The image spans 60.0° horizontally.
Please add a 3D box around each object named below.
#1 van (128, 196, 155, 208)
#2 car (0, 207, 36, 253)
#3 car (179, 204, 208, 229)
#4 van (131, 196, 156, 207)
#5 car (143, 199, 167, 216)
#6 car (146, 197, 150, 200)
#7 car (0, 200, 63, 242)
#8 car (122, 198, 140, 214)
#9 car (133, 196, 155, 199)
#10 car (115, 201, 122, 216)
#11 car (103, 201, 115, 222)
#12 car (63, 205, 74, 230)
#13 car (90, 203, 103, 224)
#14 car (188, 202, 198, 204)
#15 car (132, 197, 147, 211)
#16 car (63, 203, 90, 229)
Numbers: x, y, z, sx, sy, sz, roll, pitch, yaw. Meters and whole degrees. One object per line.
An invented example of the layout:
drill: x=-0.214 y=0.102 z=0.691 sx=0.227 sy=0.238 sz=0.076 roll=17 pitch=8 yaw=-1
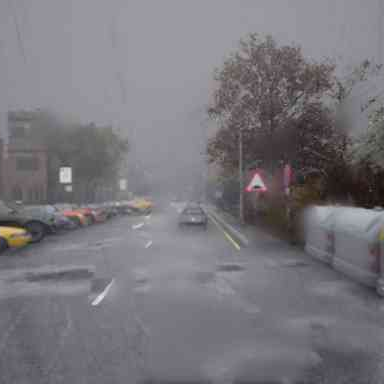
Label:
van: x=-9.231 y=1.747 z=60.575 sx=4.442 sy=1.987 sz=1.878 roll=-1 pitch=0 yaw=-20
car: x=-9.096 y=1.578 z=12.664 sx=5.366 sy=1.575 sz=1.946 roll=-1 pitch=-1 yaw=-20
car: x=0.098 y=1.758 z=23.525 sx=1.994 sy=1.385 sz=4.181 roll=0 pitch=0 yaw=0
van: x=-9.245 y=1.738 z=63.576 sx=4.442 sy=1.987 sz=1.878 roll=-1 pitch=0 yaw=-20
car: x=-3.914 y=1.879 z=37.710 sx=2.033 sy=1.411 sz=5.357 roll=0 pitch=-1 yaw=0
car: x=-8.924 y=1.894 z=45.674 sx=5.366 sy=1.575 sz=1.946 roll=-1 pitch=-1 yaw=-20
car: x=-9.238 y=1.357 z=15.624 sx=5.566 sy=2.045 sz=2.435 roll=-1 pitch=-1 yaw=-20
car: x=-9.121 y=1.839 z=39.609 sx=4.892 sy=1.521 sz=2.231 roll=-1 pitch=-1 yaw=-20
car: x=-9.266 y=1.980 z=54.560 sx=5.366 sy=1.575 sz=1.946 roll=-1 pitch=0 yaw=-20
car: x=-9.154 y=1.787 z=30.609 sx=4.674 sy=1.452 sz=2.002 roll=-1 pitch=-1 yaw=-20
car: x=-9.140 y=1.746 z=27.617 sx=4.792 sy=1.488 sz=2.163 roll=-1 pitch=-1 yaw=-20
car: x=-9.223 y=1.674 z=18.600 sx=4.674 sy=1.452 sz=2.002 roll=-1 pitch=0 yaw=-20
car: x=-9.219 y=1.564 z=24.599 sx=4.553 sy=1.767 sz=2.185 roll=-1 pitch=-1 yaw=-20
car: x=0.150 y=1.936 z=41.691 sx=1.994 sy=1.385 sz=4.181 roll=0 pitch=-1 yaw=0
car: x=-8.930 y=1.863 z=42.673 sx=5.366 sy=1.575 sz=1.946 roll=-1 pitch=-1 yaw=-20
car: x=-9.239 y=1.536 z=21.598 sx=4.553 sy=1.767 sz=2.185 roll=-1 pitch=-1 yaw=-20
